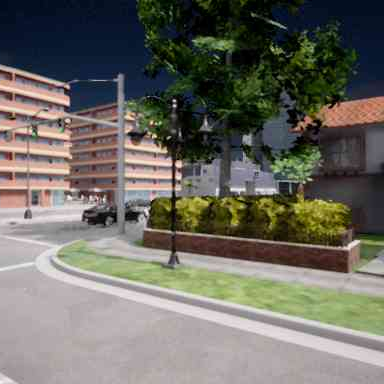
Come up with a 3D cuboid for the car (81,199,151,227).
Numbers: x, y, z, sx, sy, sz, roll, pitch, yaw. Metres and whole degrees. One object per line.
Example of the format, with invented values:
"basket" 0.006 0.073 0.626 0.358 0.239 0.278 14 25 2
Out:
"car" -5.183 1.504 22.794 1.837 1.490 4.892 0 0 36
